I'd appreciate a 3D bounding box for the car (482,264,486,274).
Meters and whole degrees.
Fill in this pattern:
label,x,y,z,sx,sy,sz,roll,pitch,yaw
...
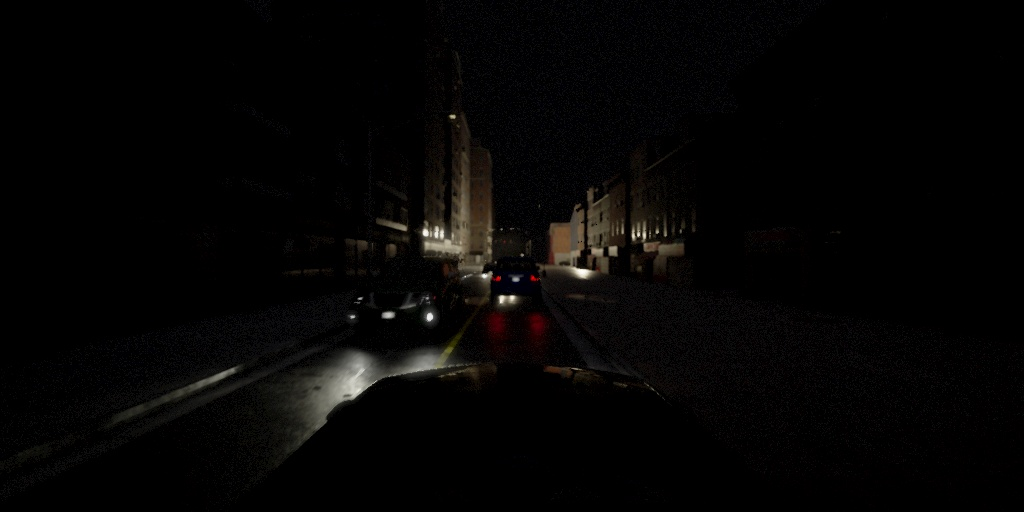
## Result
label,x,y,z,sx,sy,sz,roll,pitch,yaw
car,-2.560,1.485,44.405,2.033,1.411,5.357,0,0,0

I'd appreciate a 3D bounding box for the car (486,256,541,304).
label,x,y,z,sx,sy,sz,roll,pitch,yaw
car,0.167,1.042,17.003,2.150,2.045,5.566,0,0,0

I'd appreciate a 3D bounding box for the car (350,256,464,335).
label,x,y,z,sx,sy,sz,roll,pitch,yaw
car,-2.812,1.007,10.962,2.150,2.045,5.566,0,0,0
